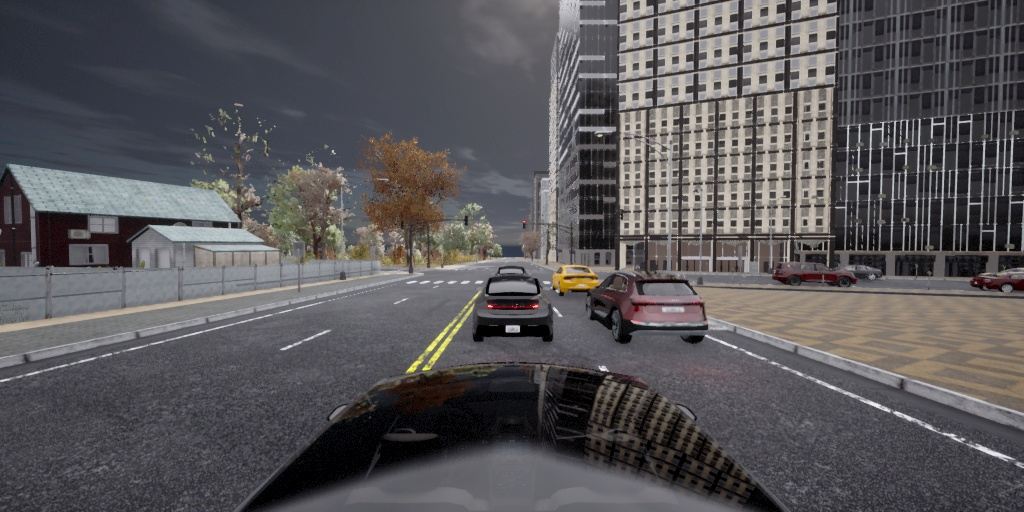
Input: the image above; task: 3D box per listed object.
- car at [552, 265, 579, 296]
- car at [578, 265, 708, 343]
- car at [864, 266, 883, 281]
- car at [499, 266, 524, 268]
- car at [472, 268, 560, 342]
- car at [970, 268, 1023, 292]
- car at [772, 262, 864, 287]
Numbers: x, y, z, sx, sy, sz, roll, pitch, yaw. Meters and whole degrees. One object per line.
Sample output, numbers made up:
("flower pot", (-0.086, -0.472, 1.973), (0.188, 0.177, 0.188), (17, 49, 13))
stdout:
("car", (3.284, 1.224, 19.263), (1.882, 1.535, 5.008), (0, 0, 0))
("car", (3.334, 1.177, 9.658), (2.033, 1.649, 4.856), (0, 0, 0))
("car", (30.988, 1.468, 32.952), (4.403, 1.370, 2.007), (0, 0, 20))
("car", (-0.031, 1.251, 18.450), (1.837, 1.490, 4.892), (0, 0, 0))
("car", (0.030, 1.252, 9.783), (1.837, 1.490, 4.892), (0, 0, 0))
("car", (33.619, 1.716, 23.611), (4.507, 1.381, 1.888), (0, 0, 20))
("car", (22.965, 1.393, 27.488), (5.009, 1.841, 2.192), (0, 0, 20))
